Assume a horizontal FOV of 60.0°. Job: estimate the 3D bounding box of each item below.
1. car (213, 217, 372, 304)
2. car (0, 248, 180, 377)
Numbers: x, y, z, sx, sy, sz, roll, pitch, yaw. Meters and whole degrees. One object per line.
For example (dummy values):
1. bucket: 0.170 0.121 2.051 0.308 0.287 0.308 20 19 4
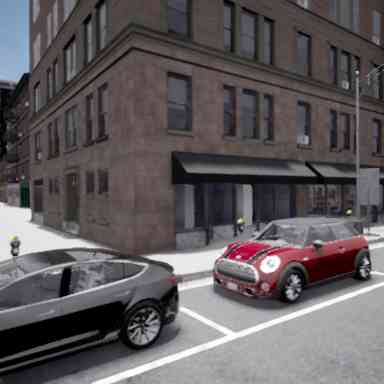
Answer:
1. car: 2.445 1.376 7.932 4.097 1.590 1.967 -1 0 -36
2. car: -2.180 1.558 4.633 4.313 1.339 1.947 -1 0 -36
